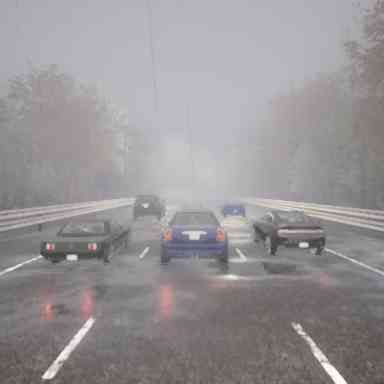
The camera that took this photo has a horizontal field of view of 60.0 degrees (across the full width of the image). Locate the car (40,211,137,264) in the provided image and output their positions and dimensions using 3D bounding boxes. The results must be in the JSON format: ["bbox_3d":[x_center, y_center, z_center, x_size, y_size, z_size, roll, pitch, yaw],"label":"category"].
[{"bbox_3d":[-3.416,1.586,11.745,1.895,1.301,4.718,0,0,0],"label":"car"}]

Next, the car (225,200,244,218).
[{"bbox_3d":[3.590,1.432,29.881,1.882,1.535,5.008,0,0,0],"label":"car"}]

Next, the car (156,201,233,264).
[{"bbox_3d":[0.082,1.339,11.974,2.097,1.767,4.553,0,0,0],"label":"car"}]

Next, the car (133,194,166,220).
[{"bbox_3d":[-3.413,1.179,27.320,2.150,2.045,5.566,0,0,0],"label":"car"}]

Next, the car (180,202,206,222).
[{"bbox_3d":[0.084,1.561,26.742,1.895,1.301,4.718,0,0,0],"label":"car"}]

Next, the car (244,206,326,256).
[{"bbox_3d":[3.587,1.475,13.077,2.128,1.511,4.902,0,0,0],"label":"car"}]
